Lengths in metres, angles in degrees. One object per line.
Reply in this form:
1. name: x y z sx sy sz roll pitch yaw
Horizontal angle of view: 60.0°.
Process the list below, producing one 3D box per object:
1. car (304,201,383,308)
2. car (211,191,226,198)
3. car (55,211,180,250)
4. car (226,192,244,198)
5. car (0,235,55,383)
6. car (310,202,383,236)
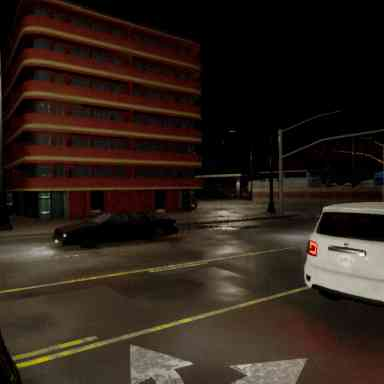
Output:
1. car: 4.767 1.218 7.130 5.566 2.045 2.150 0 0 -35
2. car: 7.393 0.671 89.321 4.611 1.667 2.242 -1 1 -35
3. car: -3.154 1.546 14.619 5.357 1.411 2.033 0 0 -35
4. car: 11.360 0.818 85.096 3.806 1.475 1.970 -1 1 -35
5. car: -3.674 1.222 1.131 5.566 2.045 2.150 0 0 -35
6. car: 9.051 1.429 18.911 5.008 1.535 1.882 0 0 -35
